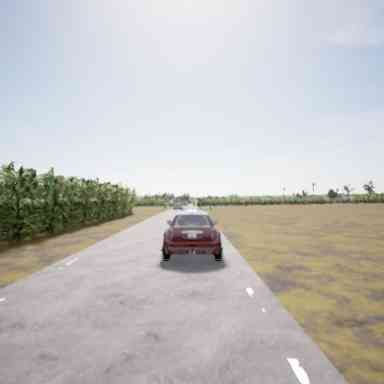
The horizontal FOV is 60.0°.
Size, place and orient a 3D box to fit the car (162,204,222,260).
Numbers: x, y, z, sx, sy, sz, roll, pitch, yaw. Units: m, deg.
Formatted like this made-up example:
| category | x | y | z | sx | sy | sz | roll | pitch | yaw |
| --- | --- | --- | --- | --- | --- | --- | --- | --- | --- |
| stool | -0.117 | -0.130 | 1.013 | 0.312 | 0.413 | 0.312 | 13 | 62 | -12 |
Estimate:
| category | x | y | z | sx | sy | sz | roll | pitch | yaw |
| --- | --- | --- | --- | --- | --- | --- | --- | --- | --- |
| car | 0.018 | 1.544 | 13.466 | 2.097 | 1.767 | 4.553 | 0 | -1 | 0 |

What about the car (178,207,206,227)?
| category | x | y | z | sx | sy | sz | roll | pitch | yaw |
| --- | --- | --- | --- | --- | --- | --- | --- | --- | --- |
| car | 0.005 | 1.990 | 27.563 | 2.033 | 1.411 | 5.357 | 0 | -1 | 0 |
